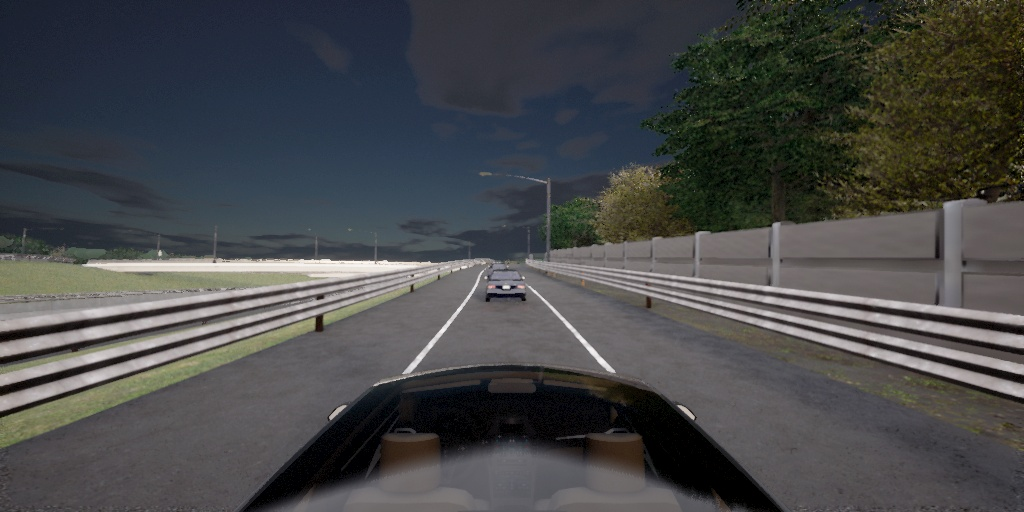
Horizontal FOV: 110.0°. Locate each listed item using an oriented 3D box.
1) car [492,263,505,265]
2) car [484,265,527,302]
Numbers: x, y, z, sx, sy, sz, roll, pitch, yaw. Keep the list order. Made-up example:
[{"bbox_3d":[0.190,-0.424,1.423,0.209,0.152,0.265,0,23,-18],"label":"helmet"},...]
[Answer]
[{"bbox_3d":[-1.231,1.327,32.143,1.994,1.385,4.181,0,0,-4],"label":"car"},{"bbox_3d":[-0.335,1.315,17.077,2.033,1.411,5.357,0,0,-2],"label":"car"}]
